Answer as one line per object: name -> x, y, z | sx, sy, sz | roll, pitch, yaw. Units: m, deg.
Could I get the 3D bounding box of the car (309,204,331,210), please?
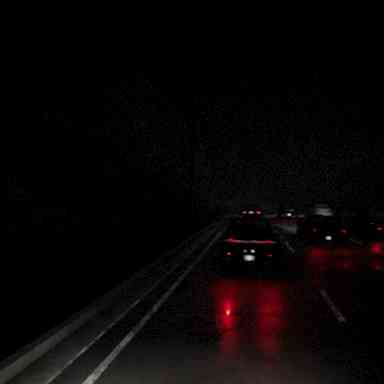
car -> 13.348, 2.005, 34.747 | 1.812, 1.442, 4.674 | 1, 0, 10

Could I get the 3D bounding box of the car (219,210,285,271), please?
car -> 2.035, 1.618, 11.533 | 2.128, 1.511, 4.902 | 1, 0, 11

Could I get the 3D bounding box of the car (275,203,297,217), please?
car -> 9.637, 1.925, 33.865 | 1.837, 1.490, 4.892 | 1, 0, 10

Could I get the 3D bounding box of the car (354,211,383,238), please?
car -> 10.591, 1.838, 19.385 | 1.812, 1.442, 4.674 | 1, -1, 10

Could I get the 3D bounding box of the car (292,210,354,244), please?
car -> 6.689, 1.842, 17.483 | 1.895, 1.301, 4.718 | 1, 0, 10

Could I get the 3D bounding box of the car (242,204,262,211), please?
car -> 5.719, 1.895, 31.853 | 2.033, 1.411, 5.357 | 1, 0, 10
